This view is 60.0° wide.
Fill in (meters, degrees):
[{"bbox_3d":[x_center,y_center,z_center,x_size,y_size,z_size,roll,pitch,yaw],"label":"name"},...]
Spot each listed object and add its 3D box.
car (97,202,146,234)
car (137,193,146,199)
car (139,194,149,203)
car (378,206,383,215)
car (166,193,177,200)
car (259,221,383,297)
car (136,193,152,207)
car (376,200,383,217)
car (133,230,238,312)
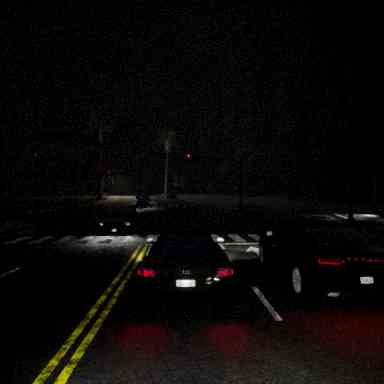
[{"bbox_3d":[-4.079,1.541,19.443,2.033,1.411,5.357,0,0,-4],"label":"car"},{"bbox_3d":[-11.562,0.926,76.040,1.994,1.385,4.181,0,1,-11],"label":"car"},{"bbox_3d":[-8.789,1.077,60.776,1.837,1.490,4.892,0,1,-9],"label":"car"},{"bbox_3d":[18.305,1.418,26.938,5.008,1.535,1.882,0,0,12],"label":"car"},{"bbox_3d":[-4.603,0.929,74.495,2.128,1.511,4.902,0,1,-11],"label":"car"},{"bbox_3d":[3.117,1.476,8.613,1.882,1.535,5.008,0,0,-3],"label":"car"},{"bbox_3d":[-6.528,1.245,45.090,1.882,1.535,5.008,0,1,-7],"label":"car"},{"bbox_3d":[19.252,1.490,30.061,4.181,1.385,1.994,0,0,13],"label":"car"},{"bbox_3d":[-0.158,1.563,7.812,1.994,1.385,4.181,0,0,-1],"label":"car"}]
